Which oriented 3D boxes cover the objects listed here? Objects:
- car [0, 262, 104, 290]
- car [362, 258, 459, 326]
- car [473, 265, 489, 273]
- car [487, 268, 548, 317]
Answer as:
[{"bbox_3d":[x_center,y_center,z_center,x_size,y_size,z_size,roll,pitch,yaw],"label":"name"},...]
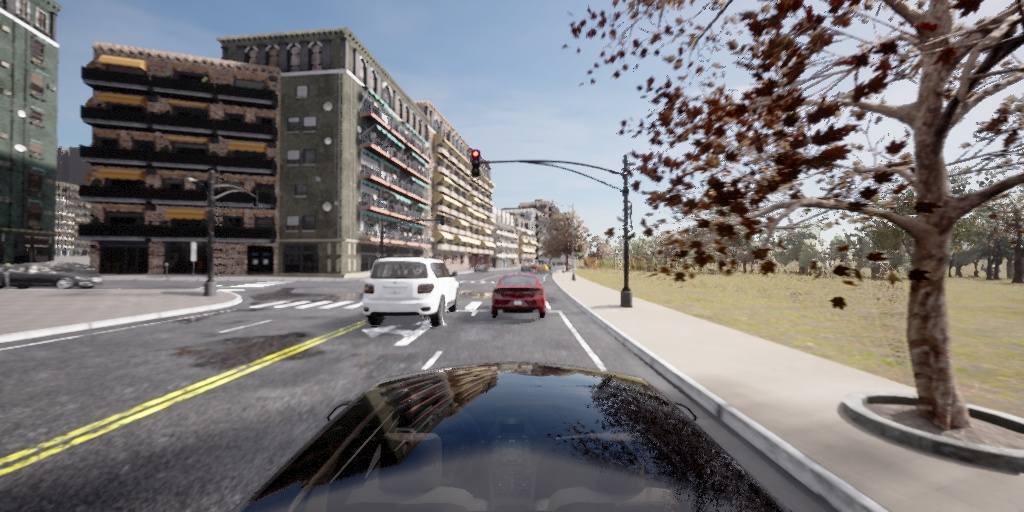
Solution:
[{"bbox_3d":[-24.483,1.089,18.736,4.403,1.370,2.007,0,0,-17],"label":"car"},{"bbox_3d":[-3.203,1.110,12.385,2.150,2.045,5.566,0,-1,-1],"label":"car"},{"bbox_3d":[-5.302,2.220,61.644,1.812,1.442,4.674,0,-1,9],"label":"car"},{"bbox_3d":[0.297,1.395,14.040,1.882,1.535,5.008,0,-1,3],"label":"car"}]
